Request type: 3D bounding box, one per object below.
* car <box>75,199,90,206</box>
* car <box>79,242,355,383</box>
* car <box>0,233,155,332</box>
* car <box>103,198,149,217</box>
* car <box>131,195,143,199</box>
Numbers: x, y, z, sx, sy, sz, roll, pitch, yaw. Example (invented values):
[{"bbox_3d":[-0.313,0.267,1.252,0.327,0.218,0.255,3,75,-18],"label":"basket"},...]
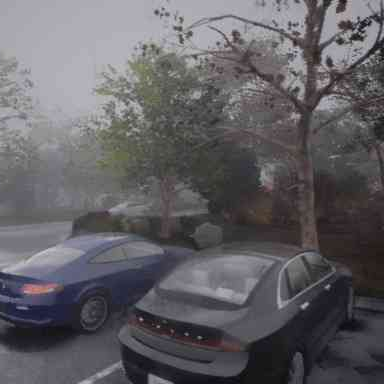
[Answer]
[{"bbox_3d":[-26.014,2.440,77.990,4.553,1.767,2.097,-3,-2,34],"label":"car"},{"bbox_3d":[1.111,1.500,5.016,2.231,1.521,4.892,-1,0,35],"label":"car"},{"bbox_3d":[-1.554,1.572,6.921,2.002,1.452,4.674,-1,0,36],"label":"car"},{"bbox_3d":[-5.621,1.564,28.465,1.812,1.442,4.674,-4,-2,35],"label":"car"},{"bbox_3d":[-10.192,1.504,60.603,2.150,2.045,5.566,-2,0,1],"label":"car"}]
